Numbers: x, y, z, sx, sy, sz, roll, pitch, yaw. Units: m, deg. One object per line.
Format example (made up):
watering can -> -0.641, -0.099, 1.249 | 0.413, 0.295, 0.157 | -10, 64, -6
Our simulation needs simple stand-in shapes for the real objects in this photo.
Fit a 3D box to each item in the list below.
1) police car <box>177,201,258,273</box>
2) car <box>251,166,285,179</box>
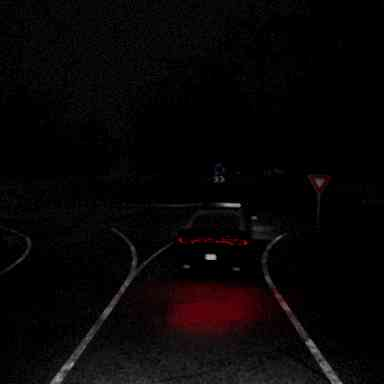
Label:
police car -> 0.917, 1.099, 10.072 | 1.930, 1.638, 5.238 | 1, 4, 11
car -> 12.161, -3.224, 53.221 | 5.566, 2.045, 2.150 | 5, 7, 43
